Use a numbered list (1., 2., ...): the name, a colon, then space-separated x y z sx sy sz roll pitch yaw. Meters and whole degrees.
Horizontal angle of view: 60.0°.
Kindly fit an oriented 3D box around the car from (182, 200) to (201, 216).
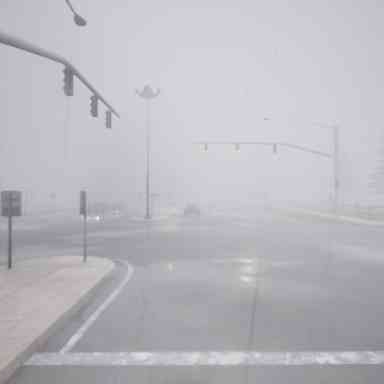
1. car: 0.006 1.956 38.355 1.812 1.442 4.674 0 -1 0

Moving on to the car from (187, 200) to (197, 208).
1. car: 0.010 2.279 63.787 1.994 1.385 4.181 0 -1 0

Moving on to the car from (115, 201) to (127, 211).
1. car: -11.551 2.130 51.910 2.033 1.411 5.357 0 -1 1

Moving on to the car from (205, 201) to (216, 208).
1. car: 3.510 2.316 63.817 1.895 1.301 4.718 0 -1 0

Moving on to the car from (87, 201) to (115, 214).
1. car: -11.587 1.959 41.620 2.128 1.511 4.902 0 -1 0
